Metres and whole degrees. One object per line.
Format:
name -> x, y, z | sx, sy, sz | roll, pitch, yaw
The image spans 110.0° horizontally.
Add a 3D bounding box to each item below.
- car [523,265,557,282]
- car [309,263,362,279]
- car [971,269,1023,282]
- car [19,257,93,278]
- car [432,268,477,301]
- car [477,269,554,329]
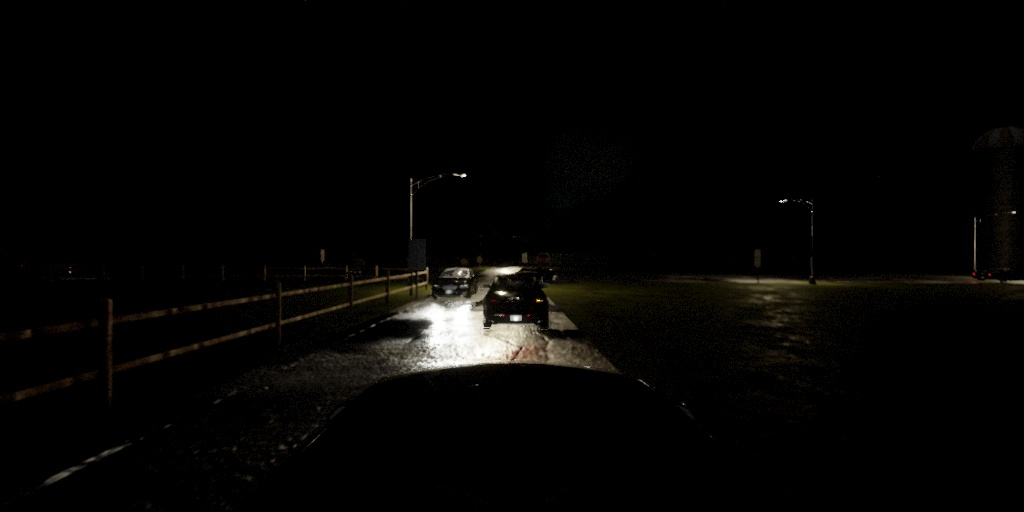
car -> 2.172, 1.467, 29.949 | 1.882, 1.535, 5.008 | -1, -1, 26
car -> -17.621, 1.484, 35.792 | 4.902, 1.511, 2.128 | 0, 0, 0
car -> 49.110, 1.892, 35.656 | 4.718, 1.301, 1.895 | 0, 0, 2
car -> -45.613, 1.139, 35.912 | 5.566, 2.045, 2.150 | 0, 0, 1
car -> -2.846, 1.379, 18.621 | 2.128, 1.511, 4.902 | 0, 0, 0
car -> 0.104, 1.337, 11.590 | 1.837, 1.490, 4.892 | 0, 0, 0
